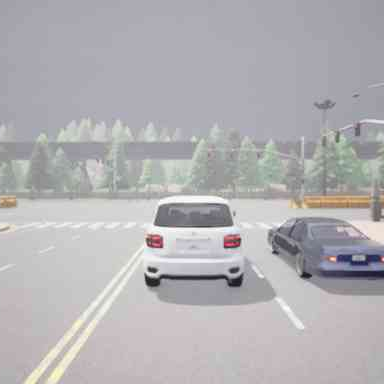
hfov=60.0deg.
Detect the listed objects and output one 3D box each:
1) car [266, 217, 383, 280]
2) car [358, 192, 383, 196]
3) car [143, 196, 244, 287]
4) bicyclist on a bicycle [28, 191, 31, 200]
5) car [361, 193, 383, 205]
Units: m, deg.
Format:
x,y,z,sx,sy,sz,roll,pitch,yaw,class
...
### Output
x,y,z,sx,sy,sz,roll,pitch,yaw,class
3.570,1.422,9.592,2.033,1.411,5.357,0,1,0,car
23.620,0.964,40.793,4.902,1.511,2.128,0,1,0,car
0.061,1.102,9.097,2.150,2.045,5.566,0,1,1,car
-27.051,0.578,55.822,0.582,1.620,1.656,0,1,0,bicyclist on a bicycle
25.446,0.905,44.282,5.008,1.535,1.882,0,1,0,car
